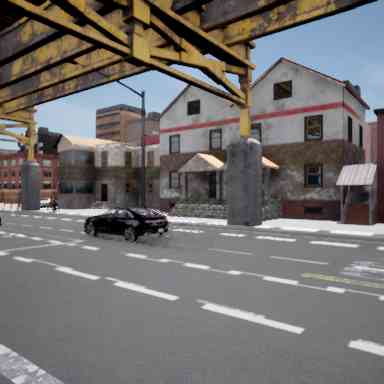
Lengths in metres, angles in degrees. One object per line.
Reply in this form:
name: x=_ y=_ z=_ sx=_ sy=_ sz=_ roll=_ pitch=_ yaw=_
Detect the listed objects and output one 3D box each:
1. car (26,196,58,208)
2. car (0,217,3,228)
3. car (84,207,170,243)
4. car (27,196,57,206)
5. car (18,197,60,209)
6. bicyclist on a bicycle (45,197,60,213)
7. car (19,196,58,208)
car: x=-21.729 y=1.440 z=48.442 sx=2.038 sy=1.542 sz=4.974 roll=0 pitch=0 yaw=8
car: x=-12.562 y=1.596 z=18.722 sx=4.718 sy=1.301 sz=1.895 roll=0 pitch=0 yaw=38
car: x=-3.288 y=1.487 z=16.228 sx=4.902 sy=1.511 sz=2.128 roll=0 pitch=0 yaw=38
car: x=-21.722 y=1.282 z=48.493 sx=1.853 sy=1.218 sz=4.536 roll=0 pitch=0 yaw=8
car: x=-20.568 y=1.441 z=44.896 sx=4.974 sy=1.542 sz=2.038 roll=0 pitch=0 yaw=-22
bicyclist on a bicycle: x=-14.225 y=1.294 z=33.876 sx=0.582 sy=1.620 sz=1.656 roll=0 pitch=0 yaw=38
car: x=-20.520 y=1.283 z=44.916 sx=4.536 sy=1.218 sz=1.853 roll=0 pitch=0 yaw=-22
